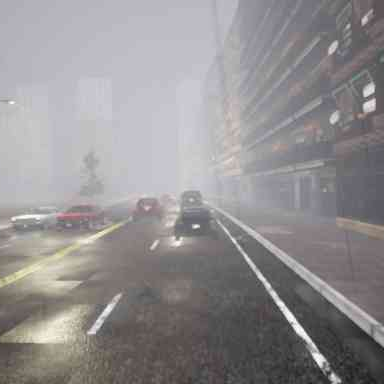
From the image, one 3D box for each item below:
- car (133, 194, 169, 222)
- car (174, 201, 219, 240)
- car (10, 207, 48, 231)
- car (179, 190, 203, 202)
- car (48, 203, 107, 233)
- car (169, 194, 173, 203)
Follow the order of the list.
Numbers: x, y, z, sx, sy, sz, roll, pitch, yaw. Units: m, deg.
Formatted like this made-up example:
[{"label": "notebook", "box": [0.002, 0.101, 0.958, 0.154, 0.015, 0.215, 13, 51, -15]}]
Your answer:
[{"label": "car", "box": [-3.121, 1.157, 25.090, 2.097, 1.767, 4.553, -2, 1, -1]}, {"label": "car", "box": [0.172, 1.371, 15.829, 1.994, 1.385, 4.181, -2, 1, 0]}, {"label": "car", "box": [-9.769, 1.659, 21.678, 1.895, 1.301, 4.718, -2, 1, 0]}, {"label": "car", "box": [-0.069, 0.825, 34.006, 2.150, 2.045, 5.566, -2, 1, -1]}, {"label": "car", "box": [-6.518, 1.450, 20.030, 1.882, 1.535, 5.008, -2, 1, 0]}, {"label": "car", "box": [-4.018, 1.043, 52.448, 1.812, 1.442, 4.674, -2, 1, -3]}]
